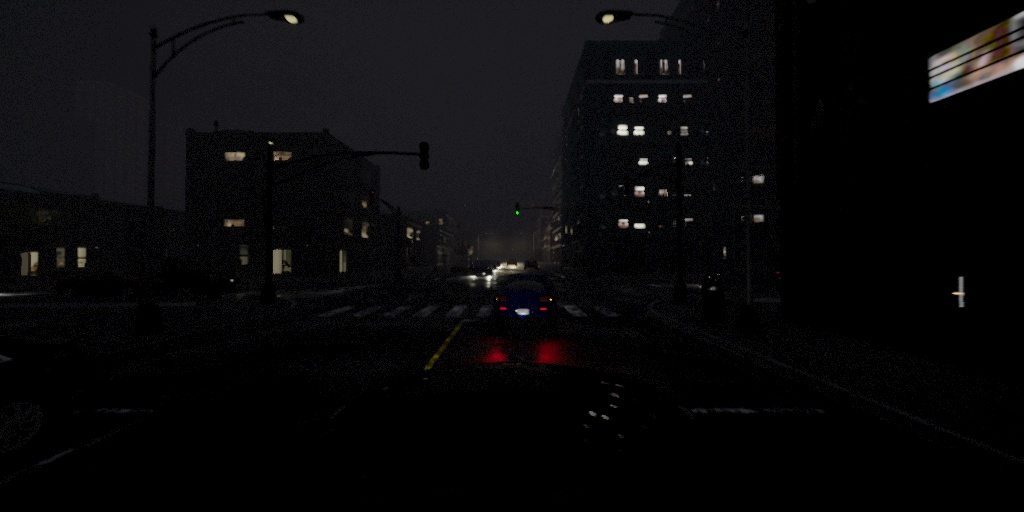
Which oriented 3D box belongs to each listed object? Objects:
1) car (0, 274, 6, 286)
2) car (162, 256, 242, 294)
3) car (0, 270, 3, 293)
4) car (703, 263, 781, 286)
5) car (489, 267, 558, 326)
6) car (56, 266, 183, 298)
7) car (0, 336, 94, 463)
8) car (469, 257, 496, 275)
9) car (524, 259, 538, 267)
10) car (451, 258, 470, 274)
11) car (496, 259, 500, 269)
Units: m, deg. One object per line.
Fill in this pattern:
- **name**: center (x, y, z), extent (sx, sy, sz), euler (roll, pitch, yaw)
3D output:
- **car**: center (-28.297, 1.445, 17.584), extent (4.207, 1.307, 1.802), euler (0, 0, 1)
- **car**: center (-18.532, 1.047, 20.232), extent (5.566, 2.045, 2.150), euler (-1, -1, 1)
- **car**: center (-32.421, 1.508, 20.358), extent (4.181, 1.385, 1.994), euler (0, -1, 1)
- **car**: center (14.730, 1.167, 23.121), extent (4.181, 1.385, 1.994), euler (0, -1, 1)
- **car**: center (0.488, 1.256, 11.465), extent (1.812, 1.442, 4.674), euler (0, 0, 5)
- **car**: center (-19.296, 1.331, 17.502), extent (4.507, 1.381, 1.888), euler (0, 0, 1)
- **car**: center (-5.690, 1.299, 2.257), extent (2.007, 1.370, 4.403), euler (0, 0, 0)
- **car**: center (-3.093, 1.152, 38.438), extent (1.882, 1.535, 5.008), euler (0, 0, 0)
- **car**: center (2.686, 1.086, 51.643), extent (1.967, 1.591, 4.097), euler (0, 0, 0)
- **car**: center (-5.770, 1.215, 40.212), extent (1.888, 1.381, 4.507), euler (0, 0, 0)
- **car**: center (-3.082, 1.176, 49.945), extent (1.812, 1.442, 4.674), euler (0, 0, 0)
